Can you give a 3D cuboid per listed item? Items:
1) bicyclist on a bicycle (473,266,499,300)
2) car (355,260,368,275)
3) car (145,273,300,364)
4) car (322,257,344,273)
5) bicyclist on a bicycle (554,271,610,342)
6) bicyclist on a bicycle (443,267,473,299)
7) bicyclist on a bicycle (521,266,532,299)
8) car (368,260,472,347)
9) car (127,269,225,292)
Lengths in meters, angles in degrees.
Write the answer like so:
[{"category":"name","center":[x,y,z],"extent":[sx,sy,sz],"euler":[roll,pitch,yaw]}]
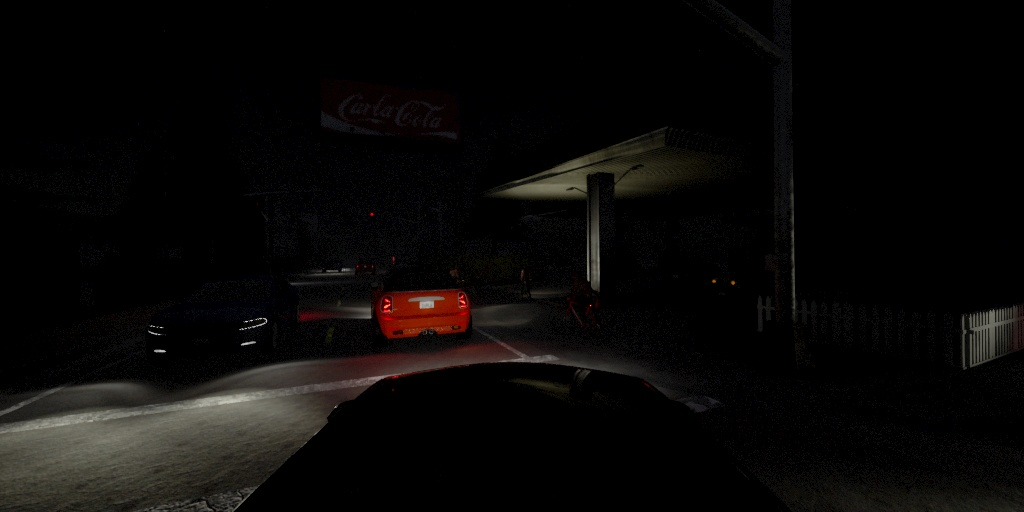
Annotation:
[{"category":"bicyclist on a bicycle","center":[-1.400,1.331,17.785],"extent":[1.656,1.620,0.582],"euler":[0,0,-21]},{"category":"car","center":[-17.396,1.214,42.336],"extent":[2.097,1.767,4.553],"euler":[-1,0,-24]},{"category":"car","center":[-6.294,1.204,8.383],"extent":[1.882,1.535,5.008],"euler":[0,0,-24]},{"category":"car","center":[-23.929,1.146,47.732],"extent":[2.150,2.045,5.566],"euler":[0,0,-25]},{"category":"bicyclist on a bicycle","center":[1.666,1.196,8.705],"extent":[0.582,1.620,1.656],"euler":[3,-2,-43]},{"category":"bicyclist on a bicycle","center":[-2.701,1.304,16.397],"extent":[1.656,1.620,0.582],"euler":[1,0,37]},{"category":"bicyclist on a bicycle","center":[0.709,1.322,17.910],"extent":[0.582,1.620,1.656],"euler":[-1,0,16]},{"category":"car","center":[-2.586,1.048,9.470],"extent":[2.097,1.767,4.553],"euler":[0,0,-22]},{"category":"car","center":[-23.650,1.688,25.518],"extent":[4.718,1.301,1.895],"euler":[0,0,-26]}]
